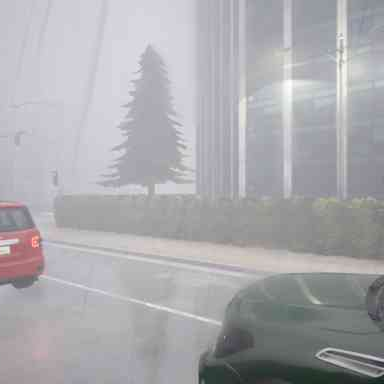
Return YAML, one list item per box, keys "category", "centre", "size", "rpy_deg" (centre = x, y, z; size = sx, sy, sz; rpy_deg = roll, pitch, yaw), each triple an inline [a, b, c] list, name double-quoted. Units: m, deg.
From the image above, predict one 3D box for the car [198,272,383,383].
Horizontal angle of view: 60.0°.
- category: "car"
  centre: [2.711, 1.221, 2.057]
  size: [5.566, 2.045, 2.150]
  rpy_deg: [0, 0, 36]

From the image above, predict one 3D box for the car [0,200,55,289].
- category: "car"
  centre: [-5.762, 1.221, 8.033]
  size: [5.566, 2.045, 2.150]
  rpy_deg: [0, 0, 38]

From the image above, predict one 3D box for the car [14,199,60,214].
- category: "car"
  centre: [-17.214, 1.564, 37.021]
  size: [1.994, 1.385, 4.181]
  rpy_deg: [0, 0, 36]
